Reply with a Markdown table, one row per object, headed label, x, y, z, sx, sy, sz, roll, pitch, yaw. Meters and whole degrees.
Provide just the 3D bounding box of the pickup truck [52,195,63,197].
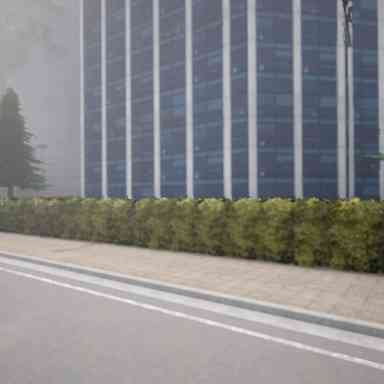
| label | x | y | z | sx | sy | sz | roll | pitch | yaw |
| --- | --- | --- | --- | --- | --- | --- | --- | --- | --- |
| pickup truck | -28.623 | 1.649 | 71.110 | 6.274 | 2.098 | 2.390 | 0 | 0 | -24 |
